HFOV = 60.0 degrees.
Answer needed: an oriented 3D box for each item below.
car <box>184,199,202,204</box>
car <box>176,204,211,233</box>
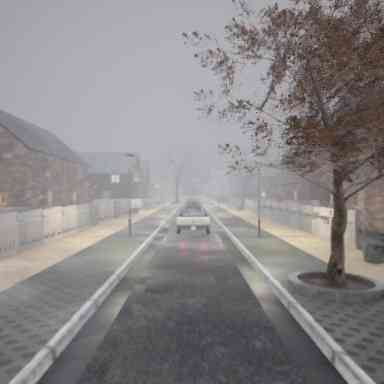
[{"bbox_3d":[0.099,1.553,39.313,1.837,1.490,4.892,0,0,0],"label":"car"},{"bbox_3d":[0.080,1.617,19.727,1.895,1.301,4.718,0,0,0],"label":"car"}]
